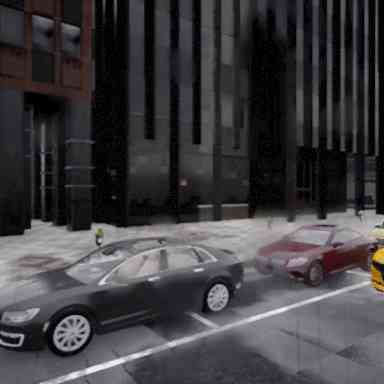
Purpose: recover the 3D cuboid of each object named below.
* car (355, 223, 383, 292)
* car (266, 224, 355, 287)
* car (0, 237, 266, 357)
[{"bbox_3d":[6.079,1.460,7.714,5.008,1.535,1.882,0,0,-36],"label":"car"},{"bbox_3d":[3.558,1.567,9.185,4.206,1.307,1.802,0,0,-35],"label":"car"},{"bbox_3d":[-1.008,1.546,5.928,4.403,1.369,2.008,0,0,-35],"label":"car"}]
